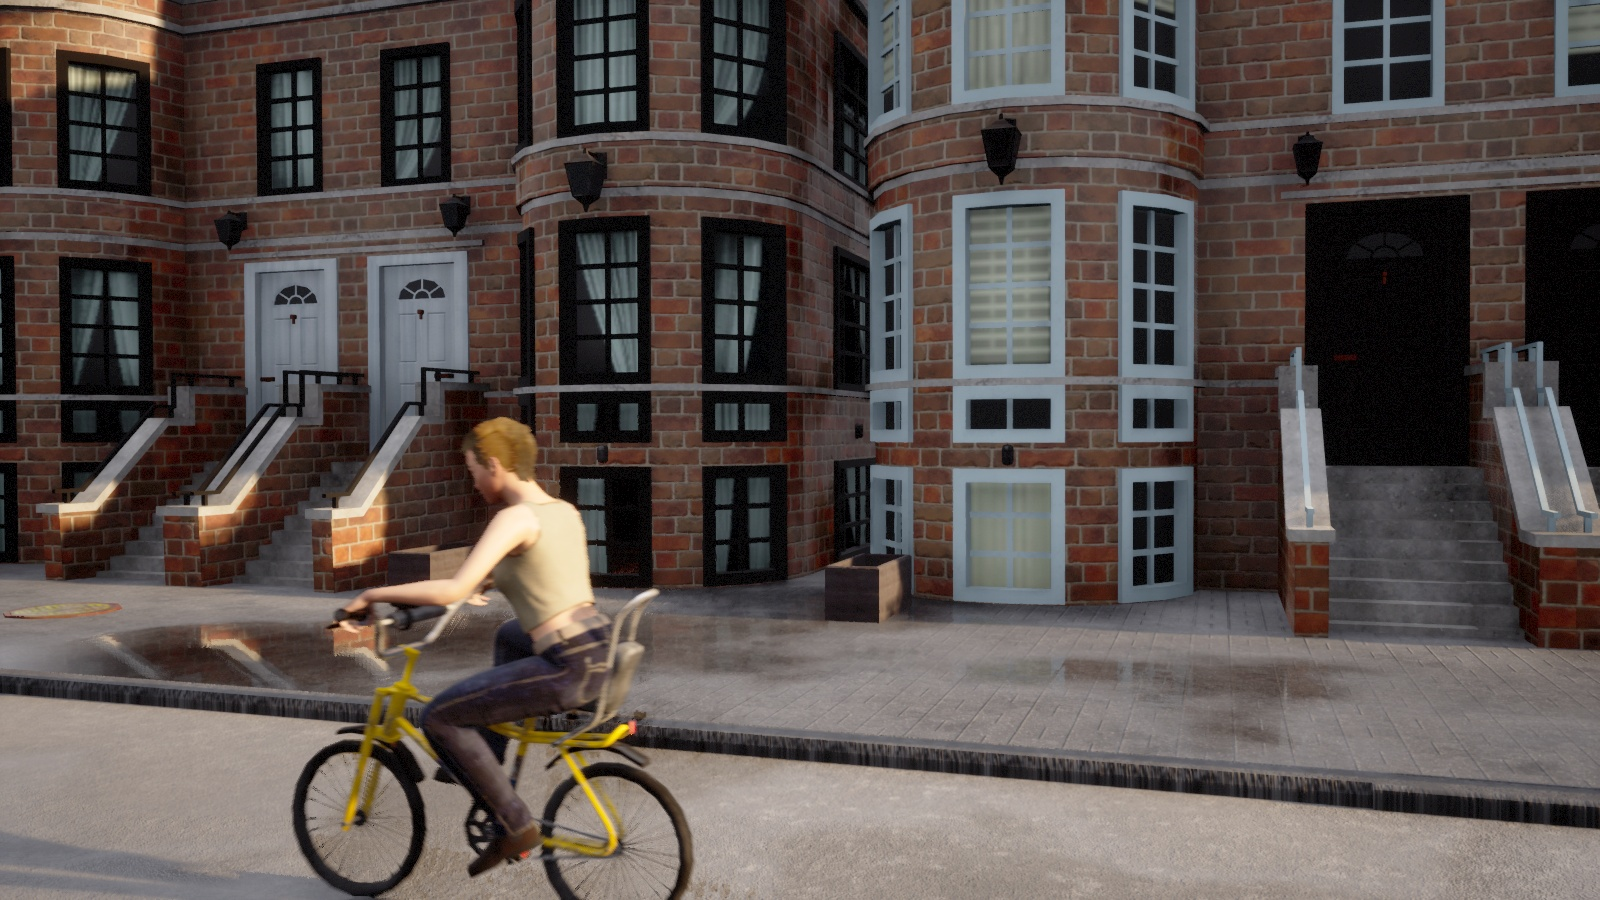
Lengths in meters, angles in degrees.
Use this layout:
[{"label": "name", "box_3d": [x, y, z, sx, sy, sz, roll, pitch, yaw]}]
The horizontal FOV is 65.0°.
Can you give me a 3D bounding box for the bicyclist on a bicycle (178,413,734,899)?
[{"label": "bicyclist on a bicycle", "box_3d": [-1.077, 0.694, 4.077, 1.509, 1.612, 0.866, 1, 1, 18]}]
